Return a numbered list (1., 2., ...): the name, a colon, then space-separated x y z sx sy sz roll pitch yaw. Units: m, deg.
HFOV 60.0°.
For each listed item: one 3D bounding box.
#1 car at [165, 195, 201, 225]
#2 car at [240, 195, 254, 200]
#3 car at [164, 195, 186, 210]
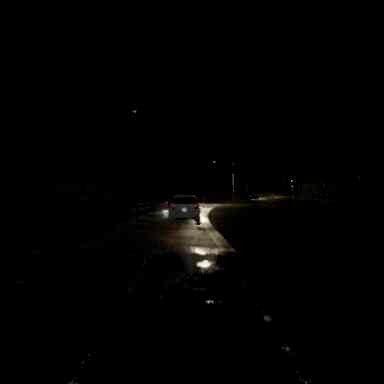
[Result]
1. car: -0.504 1.226 24.566 2.150 2.045 5.566 0 0 0
2. car: 14.273 1.464 89.079 2.033 1.411 5.357 0 0 24
3. car: -2.112 1.354 43.479 2.097 1.767 4.553 0 0 7
